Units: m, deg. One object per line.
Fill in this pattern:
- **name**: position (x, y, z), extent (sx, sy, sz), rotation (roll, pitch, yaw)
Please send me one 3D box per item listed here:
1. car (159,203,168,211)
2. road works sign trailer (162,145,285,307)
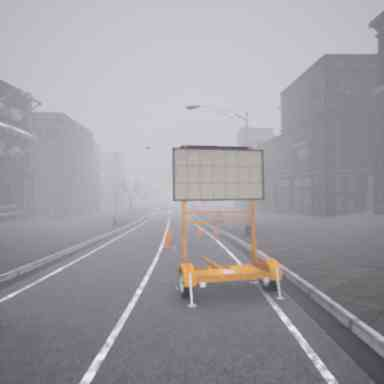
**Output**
- **car**: position (-5.912, 3.137, 68.543), extent (1.837, 1.490, 4.892), rotation (-1, 1, -3)
- **road works sign trailer**: position (0.651, 0.626, 8.530), extent (2.380, 3.560, 2.880), rotation (0, -1, -13)
